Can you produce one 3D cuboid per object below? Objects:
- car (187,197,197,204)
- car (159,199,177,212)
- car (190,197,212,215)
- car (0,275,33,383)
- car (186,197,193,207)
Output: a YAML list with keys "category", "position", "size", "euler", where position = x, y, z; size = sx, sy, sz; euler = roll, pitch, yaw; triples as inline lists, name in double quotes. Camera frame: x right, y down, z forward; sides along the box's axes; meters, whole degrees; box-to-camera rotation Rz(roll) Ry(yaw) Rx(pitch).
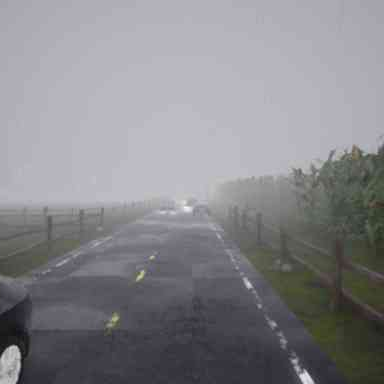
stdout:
- category: "car"
  position: [0.002, 1.652, 67.491]
  size: [1.994, 1.385, 4.181]
  euler: [0, 0, 0]
- category: "car"
  position: [-2.844, 1.597, 40.284]
  size: [2.033, 1.411, 5.357]
  euler: [0, 0, 0]
- category: "car"
  position: [0.962, 1.568, 34.101]
  size: [1.812, 1.442, 4.674]
  euler: [0, 0, 0]
- category: "car"
  position: [-2.847, 1.505, 2.134]
  size: [1.837, 1.490, 4.892]
  euler: [0, 1, 0]
- category: "car"
  position: [0.000, 1.572, 52.637]
  size: [1.837, 1.490, 4.892]
  euler: [0, 0, 0]
